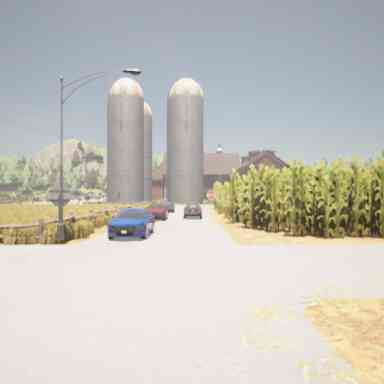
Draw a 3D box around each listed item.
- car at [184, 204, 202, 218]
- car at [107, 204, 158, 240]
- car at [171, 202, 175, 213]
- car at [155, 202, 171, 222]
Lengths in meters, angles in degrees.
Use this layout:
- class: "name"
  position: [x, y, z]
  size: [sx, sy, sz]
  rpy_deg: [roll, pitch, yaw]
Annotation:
- class: "car"
  position: [0.085, 1.888, 33.924]
  size: [2.033, 1.411, 5.357]
  rpy_deg: [0, 0, 0]
- class: "car"
  position: [-3.203, 1.649, 18.155]
  size: [1.882, 1.535, 5.008]
  rpy_deg: [0, -1, 0]
- class: "car"
  position: [-3.176, 1.941, 42.988]
  size: [2.033, 1.411, 5.357]
  rpy_deg: [0, 0, 0]
- class: "car"
  position: [-3.208, 1.788, 30.166]
  size: [1.882, 1.535, 5.008]
  rpy_deg: [0, -1, 0]
